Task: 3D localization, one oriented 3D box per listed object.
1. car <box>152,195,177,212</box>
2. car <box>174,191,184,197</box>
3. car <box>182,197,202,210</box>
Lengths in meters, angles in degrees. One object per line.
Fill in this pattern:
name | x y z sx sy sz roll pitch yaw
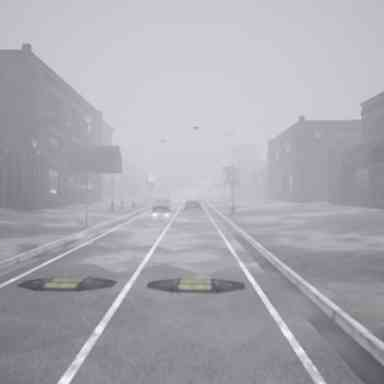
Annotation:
car | -3.075 1.337 35.134 2.033 1.411 5.357 0 0 0
car | -2.962 0.601 76.525 2.128 1.511 4.902 0 1 0
car | 0.132 1.286 38.584 1.812 1.442 4.674 0 0 0
